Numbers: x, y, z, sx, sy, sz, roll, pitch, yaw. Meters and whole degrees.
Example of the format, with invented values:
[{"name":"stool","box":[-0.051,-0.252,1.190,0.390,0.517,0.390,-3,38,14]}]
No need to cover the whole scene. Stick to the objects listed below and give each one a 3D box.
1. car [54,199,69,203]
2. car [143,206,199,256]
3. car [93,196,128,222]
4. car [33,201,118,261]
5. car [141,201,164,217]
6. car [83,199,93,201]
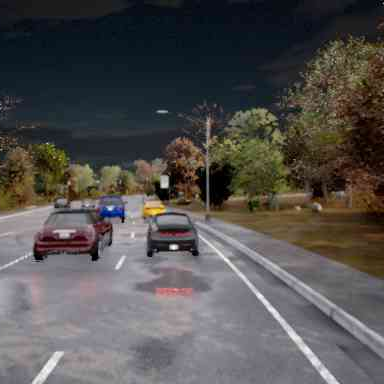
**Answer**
[{"name":"car","box":[-18.444,1.701,47.506,1.882,1.535,5.008,0,0,-14]},{"name":"car","box":[-0.860,1.564,13.400,1.837,1.490,4.892,0,0,-6]},{"name":"car","box":[-6.507,1.347,27.151,2.150,2.045,5.566,0,0,-10]},{"name":"car","box":[-4.315,1.414,12.791,2.097,1.767,4.553,0,0,-6]},{"name":"car","box":[-3.570,1.608,30.296,1.882,1.535,5.008,0,0,-11]},{"name":"car","box":[-15.053,1.714,48.374,2.128,1.511,4.902,0,0,-14]}]
